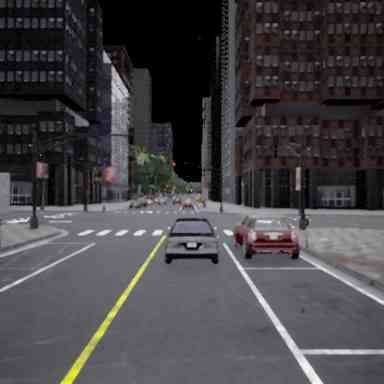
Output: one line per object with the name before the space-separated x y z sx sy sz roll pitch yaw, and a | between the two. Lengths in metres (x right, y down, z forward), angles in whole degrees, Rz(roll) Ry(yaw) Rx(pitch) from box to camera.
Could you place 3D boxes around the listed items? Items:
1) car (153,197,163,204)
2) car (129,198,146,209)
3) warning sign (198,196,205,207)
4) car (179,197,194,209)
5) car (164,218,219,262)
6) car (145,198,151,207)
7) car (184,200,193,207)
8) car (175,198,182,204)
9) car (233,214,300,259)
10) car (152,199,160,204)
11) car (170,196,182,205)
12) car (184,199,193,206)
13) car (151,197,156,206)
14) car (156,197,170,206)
car | -9.414 2.317 92.474 2.192 1.841 5.009 0 -1 0
car | -9.155 2.105 54.492 1.947 1.339 4.313 0 -1 0
warning sign | 1.655 1.698 58.238 1.300 1.860 1.060 0 0 0
car | -0.631 1.979 54.549 1.967 1.590 4.097 0 -1 0
car | 0.003 1.671 12.536 2.033 1.411 5.357 0 -1 0
car | -9.193 1.919 59.921 2.192 1.841 5.009 0 -1 0
car | -0.704 2.251 65.396 1.802 1.307 4.206 0 -1 0
car | -3.638 2.469 91.119 1.812 1.442 4.674 0 -1 0
car | 2.753 1.569 13.159 1.967 1.590 4.097 0 -1 0
car | -9.377 2.516 87.045 1.802 1.307 4.206 0 -1 0
car | -3.571 2.213 81.084 2.097 1.767 4.553 0 -1 0
car | -0.778 2.345 76.246 1.887 1.381 4.507 0 -1 0
car | -9.265 2.257 70.599 1.752 1.417 4.829 0 -1 0
car | -6.520 2.292 73.595 1.812 1.442 4.674 0 -1 0
